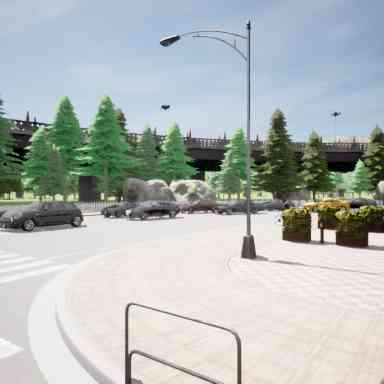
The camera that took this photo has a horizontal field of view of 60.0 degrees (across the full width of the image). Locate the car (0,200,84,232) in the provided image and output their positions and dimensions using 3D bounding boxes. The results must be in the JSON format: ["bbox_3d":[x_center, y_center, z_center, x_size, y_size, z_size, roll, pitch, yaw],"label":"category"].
[{"bbox_3d":[-8.940,1.297,20.050,2.097,1.767,4.553,0,0,37],"label":"car"}]

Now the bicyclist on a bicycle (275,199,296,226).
[{"bbox_3d":[5.581,1.245,19.574,0.582,1.620,1.656,0,0,-44],"label":"bicyclist on a bicycle"}]

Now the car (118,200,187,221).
[{"bbox_3d":[-3.144,1.436,27.121,4.902,1.511,2.128,0,0,-44],"label":"car"}]

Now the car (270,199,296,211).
[{"bbox_3d":[9.877,1.508,38.692,4.181,1.385,1.994,0,0,-14],"label":"car"}]

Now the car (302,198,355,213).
[{"bbox_3d":[14.555,1.422,36.275,5.008,1.535,1.882,0,0,-7],"label":"car"}]

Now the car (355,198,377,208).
[{"bbox_3d":[19.671,1.436,40.197,4.902,1.511,2.128,0,0,0],"label":"car"}]

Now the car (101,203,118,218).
[{"bbox_3d":[-5.844,1.508,29.215,1.994,1.385,4.181,0,0,45],"label":"car"}]

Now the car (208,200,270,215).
[{"bbox_3d":[4.683,1.492,33.045,5.357,1.411,2.033,0,0,-26],"label":"car"}]

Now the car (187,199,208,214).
[{"bbox_3d":[0.809,1.470,34.699,4.674,1.442,1.812,0,0,-30],"label":"car"}]
